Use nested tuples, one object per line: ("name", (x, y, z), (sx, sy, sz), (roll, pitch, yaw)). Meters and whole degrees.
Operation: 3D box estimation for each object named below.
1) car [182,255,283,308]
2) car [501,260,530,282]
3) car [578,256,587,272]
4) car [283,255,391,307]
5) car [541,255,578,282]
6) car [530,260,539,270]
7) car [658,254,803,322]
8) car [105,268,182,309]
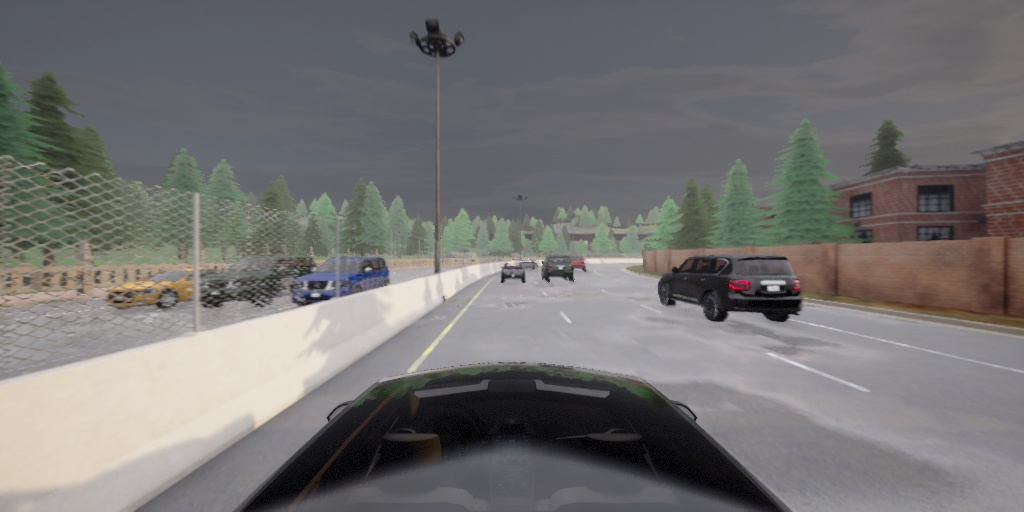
("car", (-10.518, 0.973, 15.488), (2.150, 2.045, 5.566), (0, 0, 0))
("car", (0.140, 1.244, 28.900), (2.128, 1.511, 4.902), (0, 0, 1))
("car", (8.682, 0.967, 47.544), (2.150, 2.045, 5.566), (-1, 0, 13))
("car", (-7.018, 1.039, 15.563), (2.150, 2.045, 5.566), (0, 0, 0))
("car", (3.620, 0.970, 28.944), (2.150, 2.045, 5.566), (0, 0, 1))
("car", (2.569, 1.243, 50.698), (2.128, 1.511, 4.902), (-1, 0, 14))
("car", (7.085, 0.966, 12.399), (2.150, 2.045, 5.566), (0, 0, 0))
("car", (-14.020, 1.247, 15.308), (1.882, 1.535, 5.008), (0, 0, 0))
